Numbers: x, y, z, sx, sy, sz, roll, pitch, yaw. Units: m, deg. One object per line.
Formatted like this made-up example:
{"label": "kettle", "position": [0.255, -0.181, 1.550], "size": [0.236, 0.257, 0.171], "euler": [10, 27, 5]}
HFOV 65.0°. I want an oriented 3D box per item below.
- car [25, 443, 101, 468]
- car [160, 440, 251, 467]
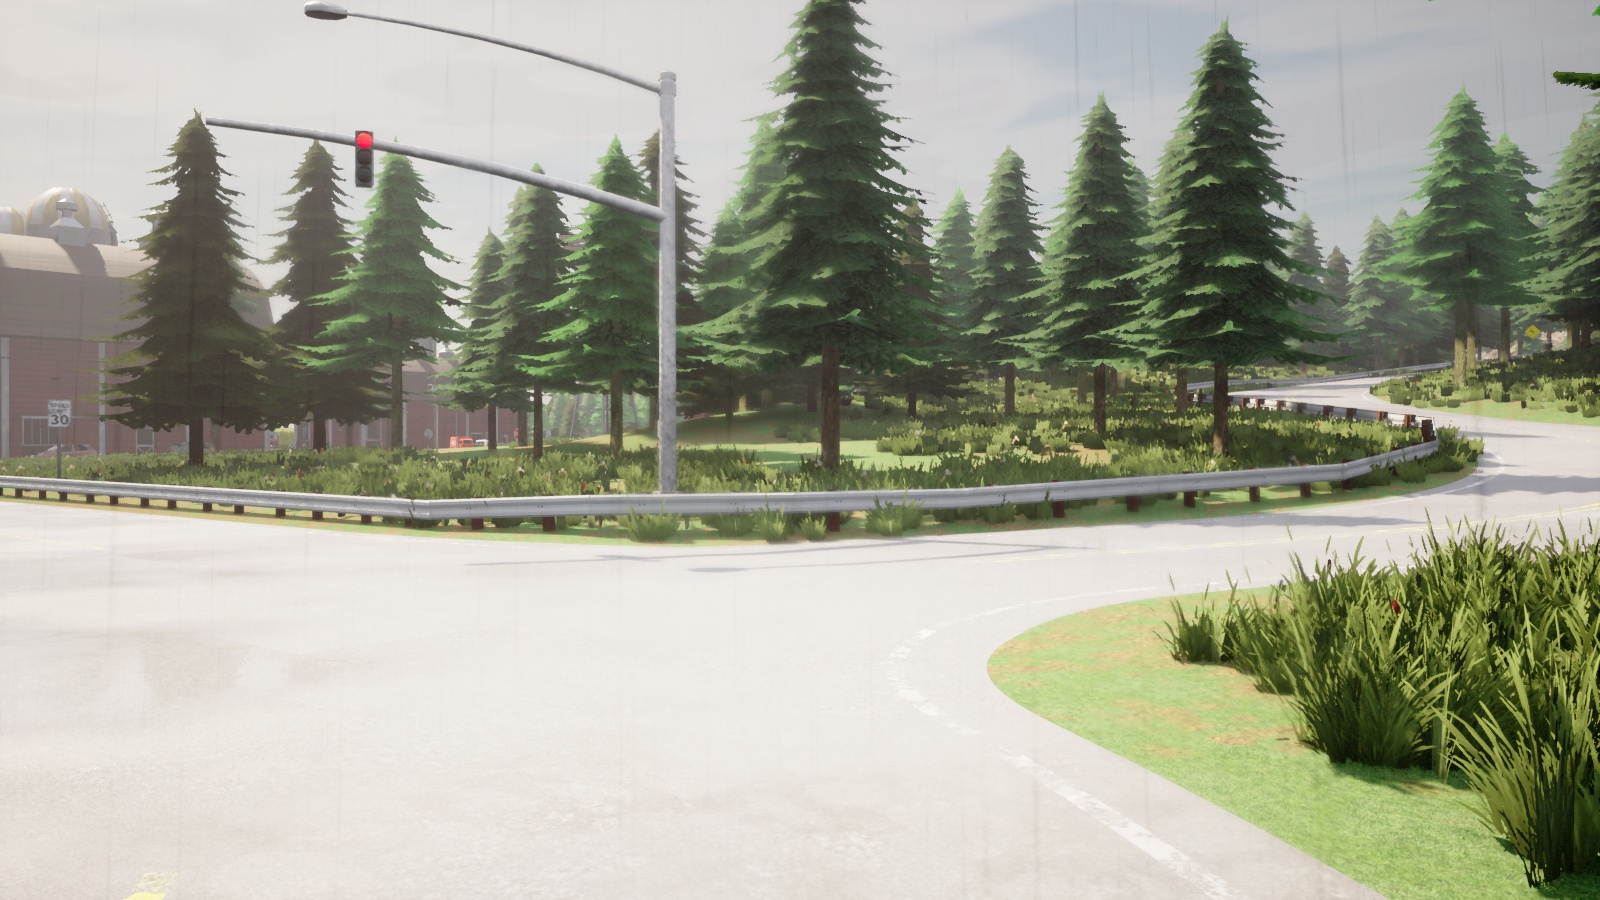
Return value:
{"label": "car", "position": [-45.148, 0.316, 76.977], "size": [1.845, 1.501, 3.633], "euler": [0, 0, 40]}
{"label": "car", "position": [-37.934, 0.220, 80.172], "size": [2.033, 1.649, 4.856], "euler": [0, 0, 40]}
